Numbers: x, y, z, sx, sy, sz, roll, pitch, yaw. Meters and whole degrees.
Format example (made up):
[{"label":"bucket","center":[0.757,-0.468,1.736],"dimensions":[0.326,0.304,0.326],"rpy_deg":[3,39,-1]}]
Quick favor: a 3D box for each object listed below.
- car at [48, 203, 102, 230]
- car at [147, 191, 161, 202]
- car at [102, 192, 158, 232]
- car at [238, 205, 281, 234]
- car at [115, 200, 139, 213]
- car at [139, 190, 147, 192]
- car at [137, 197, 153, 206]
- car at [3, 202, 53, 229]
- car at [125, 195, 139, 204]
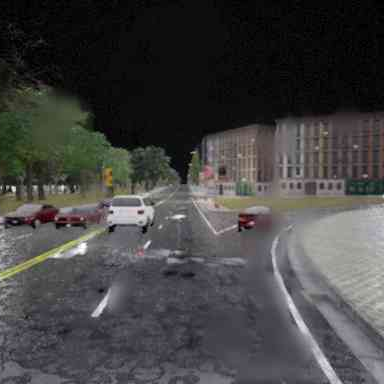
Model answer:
[{"label":"car","center":[-6.996,1.586,20.999],"dimensions":[1.895,1.301,4.718],"rpy_deg":[0,0,-1]},{"label":"car","center":[-7.741,1.069,69.363],"dimensions":[2.097,1.767,4.553],"rpy_deg":[0,1,-1]},{"label":"car","center":[-3.529,1.216,20.033],"dimensions":[2.150,2.045,5.566],"rpy_deg":[0,0,-1]},{"label":"car","center":[4.092,1.489,19.827],"dimensions":[1.882,1.535,5.008],"rpy_deg":[1,1,22]},{"label":"car","center":[-7.283,1.569,37.613],"dimensions":[1.895,1.301,4.718],"rpy_deg":[0,0,-1]},{"label":"car","center":[-11.092,0.652,75.217],"dimensions":[2.150,2.045,5.566],"rpy_deg":[0,1,-1]},{"label":"car","center":[-7.524,1.474,53.932],"dimensions":[1.895,1.301,4.718],"rpy_deg":[0,0,0]},{"label":"car","center":[-10.258,1.453,21.668],"dimensions":[1.882,1.535,5.008],"rpy_deg":[0,0,-1]},{"label":"car","center":[-10.846,1.327,60.671],"dimensions":[1.812,1.442,4.674],"rpy_deg":[0,1,-1]}]
